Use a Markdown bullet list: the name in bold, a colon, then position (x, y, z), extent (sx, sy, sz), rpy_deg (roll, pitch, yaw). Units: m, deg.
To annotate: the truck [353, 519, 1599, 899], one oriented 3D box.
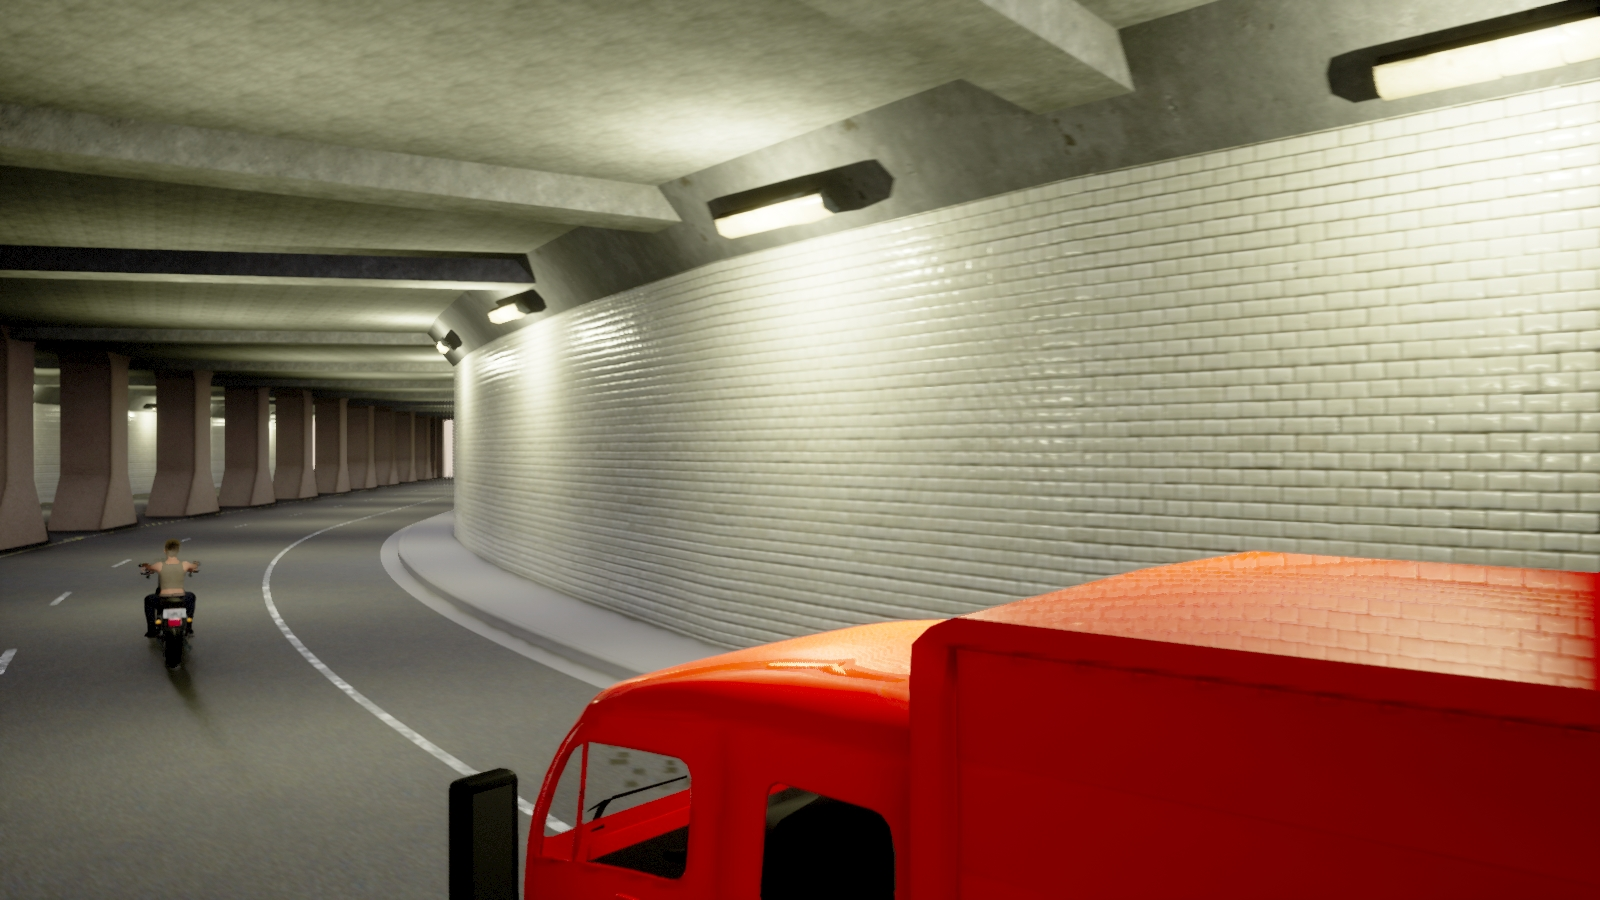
- **truck**: position (1.510, 1.569, 2.784), extent (5.204, 2.467, 2.627), rpy_deg (0, 0, 39)
